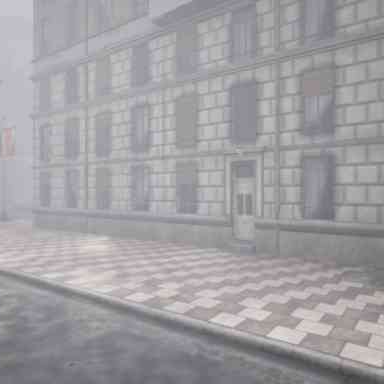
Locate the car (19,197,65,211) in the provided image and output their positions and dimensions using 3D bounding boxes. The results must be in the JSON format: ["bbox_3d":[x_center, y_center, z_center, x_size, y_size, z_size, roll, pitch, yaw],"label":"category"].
[{"bbox_3d":[-18.972,1.492,42.304,2.128,1.511,4.902,0,0,37],"label":"car"}]

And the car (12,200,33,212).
[{"bbox_3d":[-17.615,1.547,38.276,2.033,1.411,5.357,0,0,36],"label":"car"}]
